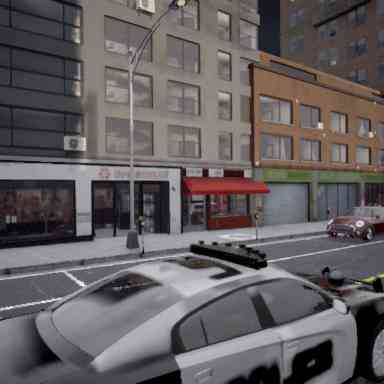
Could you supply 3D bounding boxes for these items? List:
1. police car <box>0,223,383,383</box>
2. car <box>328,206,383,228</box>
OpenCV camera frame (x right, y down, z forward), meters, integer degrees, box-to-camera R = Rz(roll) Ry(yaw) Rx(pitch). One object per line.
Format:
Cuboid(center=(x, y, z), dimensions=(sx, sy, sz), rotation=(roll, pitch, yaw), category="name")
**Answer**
Cuboid(center=(0.504, 1.424, 3.794), dimensions=(5.238, 1.638, 1.930), rotation=(0, 0, -36), category="police car")
Cuboid(center=(8.456, 1.435, 16.440), dimensions=(4.097, 1.590, 1.967), rotation=(0, -1, -35), category="car")
